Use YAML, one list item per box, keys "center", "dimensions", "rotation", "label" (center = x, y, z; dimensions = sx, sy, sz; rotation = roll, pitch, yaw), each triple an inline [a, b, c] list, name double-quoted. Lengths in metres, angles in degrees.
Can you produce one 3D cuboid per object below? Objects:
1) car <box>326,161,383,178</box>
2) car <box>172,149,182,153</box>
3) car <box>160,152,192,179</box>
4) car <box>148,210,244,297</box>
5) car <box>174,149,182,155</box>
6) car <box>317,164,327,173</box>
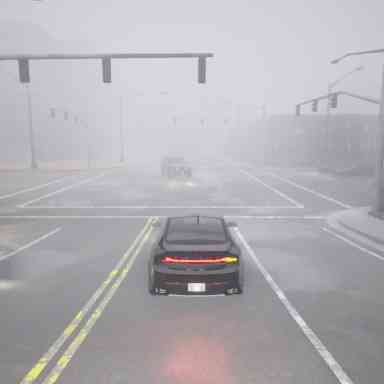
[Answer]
- center: [16.650, -2.154, 32.868]
  dimensions: [5.357, 1.411, 2.033]
  rotation: [0, 9, 2]
  label: "car"
- center: [-3.484, -7.985, 69.447]
  dimensions: [2.097, 1.767, 4.553]
  rotation: [0, 9, 0]
  label: "car"
- center: [-1.744, -2.566, 33.403]
  dimensions: [2.150, 2.045, 5.566]
  rotation: [-3, 9, -18]
  label: "car"
- center: [0.073, 1.200, 8.032]
  dimensions: [1.837, 1.490, 4.892]
  rotation: [0, 4, 0]
  label: "car"
- center: [-3.481, -10.210, 84.586]
  dimensions: [1.882, 1.535, 5.008]
  rotation: [0, 9, 0]
  label: "car"
- center: [15.945, -2.671, 36.329]
  dimensions: [4.181, 1.385, 1.994]
  rotation: [0, 9, 0]
  label: "car"
